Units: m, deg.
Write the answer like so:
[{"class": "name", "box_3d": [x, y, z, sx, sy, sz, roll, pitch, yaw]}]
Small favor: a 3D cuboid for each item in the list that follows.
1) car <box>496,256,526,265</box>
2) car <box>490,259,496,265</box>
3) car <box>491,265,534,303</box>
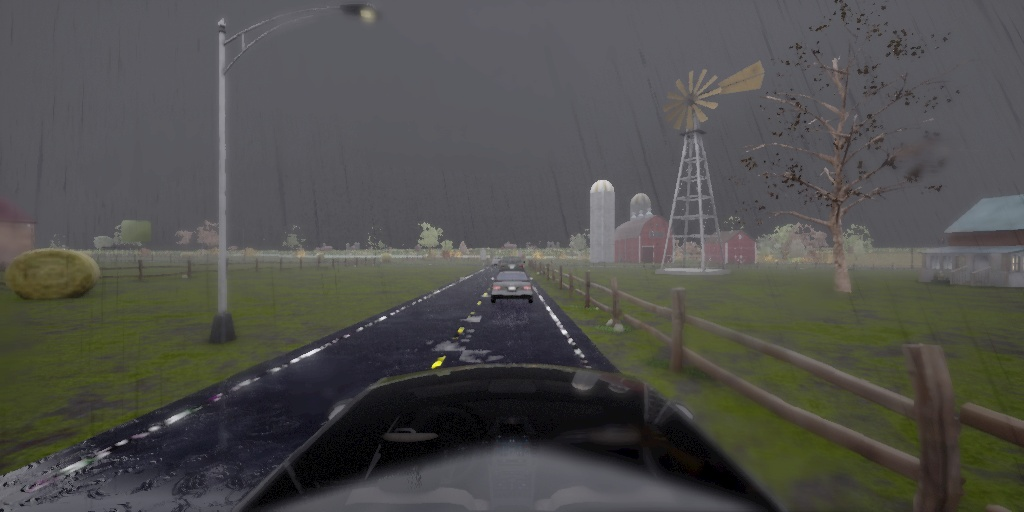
[{"class": "car", "box_3d": [0.000, 0.998, 31.531, 2.150, 2.045, 5.566, 0, 0, 0]}, {"class": "car", "box_3d": [-2.750, 1.273, 63.504, 1.837, 1.490, 4.892, 0, 0, 0]}, {"class": "car", "box_3d": [0.000, 1.309, 16.501, 2.033, 1.411, 5.357, 0, 0, 0]}]
